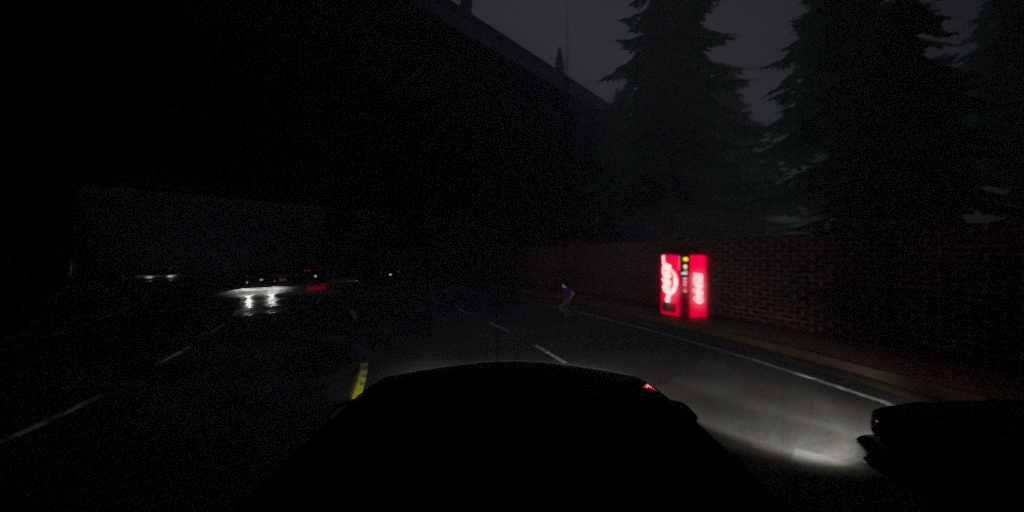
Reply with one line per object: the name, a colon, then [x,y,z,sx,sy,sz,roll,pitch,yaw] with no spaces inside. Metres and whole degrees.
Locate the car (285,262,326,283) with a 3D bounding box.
car: [-16.012,1.221,27.760,4.892,1.490,1.837,0,0,45]

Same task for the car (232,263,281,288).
car: [-17.058,1.294,23.752,4.181,1.385,1.994,0,0,44]

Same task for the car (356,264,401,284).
car: [-9.928,1.271,26.616,1.994,1.385,4.181,0,0,-44]

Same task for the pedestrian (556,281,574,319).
pedestrian: [1.678,1.296,11.001,0.375,1.300,0.375,0,0,-24]

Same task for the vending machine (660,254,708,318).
vending machine: [5.314,0.910,11.112,1.100,2.100,0.880,0,0,-23]

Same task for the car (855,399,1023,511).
car: [3.959,1.292,0.522,2.033,1.411,5.357,0,0,-4]

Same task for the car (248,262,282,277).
car: [-25.220,1.316,36.551,4.718,1.301,1.895,0,0,43]

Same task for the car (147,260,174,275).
car: [-37.994,1.214,38.729,5.008,1.535,1.882,-1,0,44]
